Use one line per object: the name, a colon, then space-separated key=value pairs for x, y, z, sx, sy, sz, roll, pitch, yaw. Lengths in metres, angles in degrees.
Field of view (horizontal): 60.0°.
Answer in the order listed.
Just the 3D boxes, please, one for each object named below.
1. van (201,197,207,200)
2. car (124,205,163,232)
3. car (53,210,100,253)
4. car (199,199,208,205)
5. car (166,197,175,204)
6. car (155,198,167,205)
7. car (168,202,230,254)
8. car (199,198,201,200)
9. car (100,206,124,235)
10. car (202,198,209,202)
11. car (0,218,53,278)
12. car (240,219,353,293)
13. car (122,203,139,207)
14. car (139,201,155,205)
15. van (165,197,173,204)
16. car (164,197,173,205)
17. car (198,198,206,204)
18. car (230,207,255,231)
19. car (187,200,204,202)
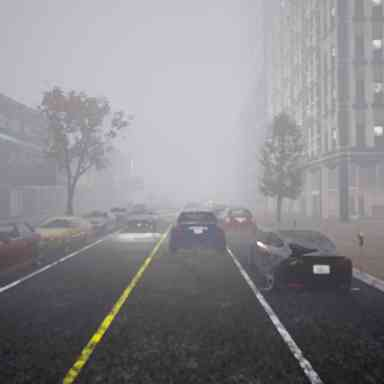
van: x=2.661 y=1.986 z=71.012 sx=1.690 sy=1.788 sz=3.998 roll=1 pitch=-1 yaw=0
car: x=-3.103 y=1.758 z=21.502 sx=1.994 sy=1.385 sz=4.181 roll=0 pitch=-1 yaw=0
car: x=-5.681 y=1.656 z=14.456 sx=1.752 sy=1.417 sz=4.829 roll=1 pitch=-1 yaw=0
car: x=2.656 y=2.263 z=76.654 sx=1.947 sy=1.339 sz=4.313 roll=1 pitch=-1 yaw=0
car: x=-5.691 y=2.241 z=87.996 sx=1.967 sy=1.590 sz=4.097 roll=1 pitch=-1 yaw=0
car: x=-5.687 y=2.041 z=54.132 sx=2.008 sy=1.369 sz=4.403 roll=1 pitch=-1 yaw=0
car: x=0.160 y=1.481 z=14.305 sx=2.097 sy=1.767 sz=4.553 roll=0 pitch=-1 yaw=-2
car: x=0.092 y=2.109 z=60.181 sx=1.994 sy=1.385 sz=4.181 roll=0 pitch=-1 yaw=0
car: x=-5.682 y=1.765 z=20.269 sx=1.802 sy=1.307 sz=4.206 roll=1 pitch=-1 yaw=0
car: x=2.661 y=1.966 z=48.605 sx=1.752 sy=1.417 sz=4.829 roll=1 pitch=-1 yaw=0
car: x=-5.678 y=1.522 z=8.983 sx=1.967 sy=1.590 sz=4.097 roll=1 pitch=-1 yaw=0
car: x=2.667 y=1.647 z=8.927 sx=1.947 sy=1.339 sz=4.313 roll=1 pitch=-1 yaw=0
car: x=-5.683 y=1.779 z=25.913 sx=1.887 sy=1.381 sz=4.507 roll=1 pitch=-1 yaw=0
car: x=-5.685 y=1.903 z=37.200 sx=1.947 sy=1.339 sz=4.313 roll=1 pitch=-1 yaw=0
van: x=-5.688 y=2.091 z=82.353 sx=1.690 sy=1.788 sz=3.998 roll=1 pitch=-1 yaw=0
car: x=-5.690 y=2.228 z=71.064 sx=1.802 sy=1.307 sz=4.206 roll=1 pitch=-1 yaw=0
car: x=2.654 y=2.367 z=87.942 sx=1.947 sy=1.339 sz=4.313 roll=1 pitch=-1 yaw=0
car: x=2.666 y=1.623 z=20.216 sx=1.967 sy=1.590 sz=4.097 roll=1 pitch=-1 yaw=0
car: x=0.096 y=1.945 z=38.000 sx=1.895 sy=1.301 sz=4.718 roll=0 pitch=-1 yaw=0
